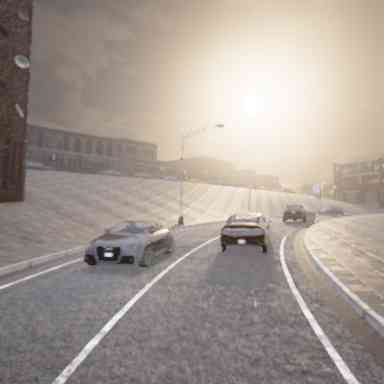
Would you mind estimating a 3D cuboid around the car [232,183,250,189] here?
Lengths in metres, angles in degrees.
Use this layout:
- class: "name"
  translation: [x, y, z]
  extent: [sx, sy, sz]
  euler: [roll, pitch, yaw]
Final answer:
- class: "car"
  translation: [9.165, -0.998, 68.990]
  extent: [4.792, 1.488, 2.163]
  euler: [4, -6, -43]

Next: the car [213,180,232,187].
- class: "car"
  translation: [4.976, -1.481, 65.111]
  extent: [4.553, 1.767, 2.185]
  euler: [4, -6, -41]

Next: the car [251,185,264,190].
- class: "car"
  translation: [13.130, -0.667, 72.816]
  extent: [4.674, 1.452, 2.002]
  euler: [5, -6, -44]

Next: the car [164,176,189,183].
- class: "car"
  translation: [-3.379, -1.929, 57.857]
  extent: [4.674, 1.452, 2.002]
  euler: [4, -6, -39]

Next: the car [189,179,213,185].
- class: "car"
  translation: [0.846, -1.665, 61.444]
  extent: [5.008, 1.535, 2.097]
  euler: [4, -6, -40]

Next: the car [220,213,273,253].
- class: "car"
  translation: [2.466, 1.650, 14.601]
  extent: [2.128, 1.511, 4.902]
  euler: [-1, -1, 15]

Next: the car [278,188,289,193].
- class: "car"
  translation: [20.817, -0.148, 80.748]
  extent: [2.185, 1.767, 4.553]
  euler: [-4, -6, 43]

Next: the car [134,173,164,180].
- class: "car"
  translation: [-7.680, -2.261, 54.368]
  extent: [4.892, 1.521, 2.231]
  euler: [4, -5, -38]

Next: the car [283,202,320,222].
- class: "car"
  translation: [10.137, 1.859, 31.156]
  extent: [2.097, 1.767, 4.553]
  euler: [-2, -3, 33]

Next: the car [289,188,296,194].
- class: "car"
  translation: [24.599, 0.113, 84.886]
  extent: [2.435, 2.045, 5.566]
  euler: [-4, -6, 42]

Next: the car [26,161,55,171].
- class: "car"
  translation: [-20.644, -3.158, 44.262]
  extent: [4.553, 1.767, 2.185]
  euler: [3, -5, -38]

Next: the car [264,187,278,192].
- class: "car"
  translation: [16.944, -0.383, 76.659]
  extent: [2.231, 1.521, 4.892]
  euler: [-4, -6, 45]

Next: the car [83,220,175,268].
- class: "car"
  translation: [-2.022, 1.700, 11.771]
  extent: [1.994, 1.385, 4.181]
  euler: [-1, -1, 13]

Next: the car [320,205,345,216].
- class: "car"
  translation: [19.708, 2.598, 47.067]
  extent: [4.902, 1.511, 2.128]
  euler: [2, -4, -39]

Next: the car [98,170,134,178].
- class: "car"
  translation: [-12.024, -2.528, 50.972]
  extent: [4.892, 1.521, 2.231]
  euler: [3, -5, -38]
